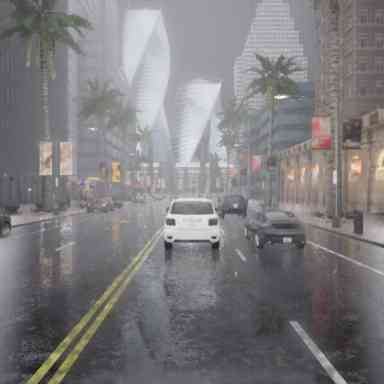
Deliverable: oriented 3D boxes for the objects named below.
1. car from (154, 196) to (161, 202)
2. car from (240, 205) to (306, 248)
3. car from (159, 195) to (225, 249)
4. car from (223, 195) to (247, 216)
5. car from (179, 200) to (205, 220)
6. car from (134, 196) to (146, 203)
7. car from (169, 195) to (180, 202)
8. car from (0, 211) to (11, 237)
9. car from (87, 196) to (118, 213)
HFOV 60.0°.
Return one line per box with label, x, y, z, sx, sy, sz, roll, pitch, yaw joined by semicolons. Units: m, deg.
car;-7.427;1.506;74.668;1.994;1.385;4.181;0;0;-1
car;3.500;1.516;14.650;1.837;1.490;4.892;0;0;0
car;0.000;1.258;14.680;2.150;2.045;5.566;0;0;0
car;3.534;1.258;29.667;2.150;2.045;5.566;0;0;0
car;0.034;1.495;29.646;2.128;1.511;4.902;0;0;0
car;-10.425;1.480;66.458;2.231;1.521;4.892;0;0;-1
car;-3.928;1.478;74.706;2.128;1.511;4.902;0;0;-1
car;-10.190;1.512;15.153;2.161;1.482;4.786;0;0;-1
car;-10.119;1.353;37.085;2.185;1.767;4.553;0;0;-1
